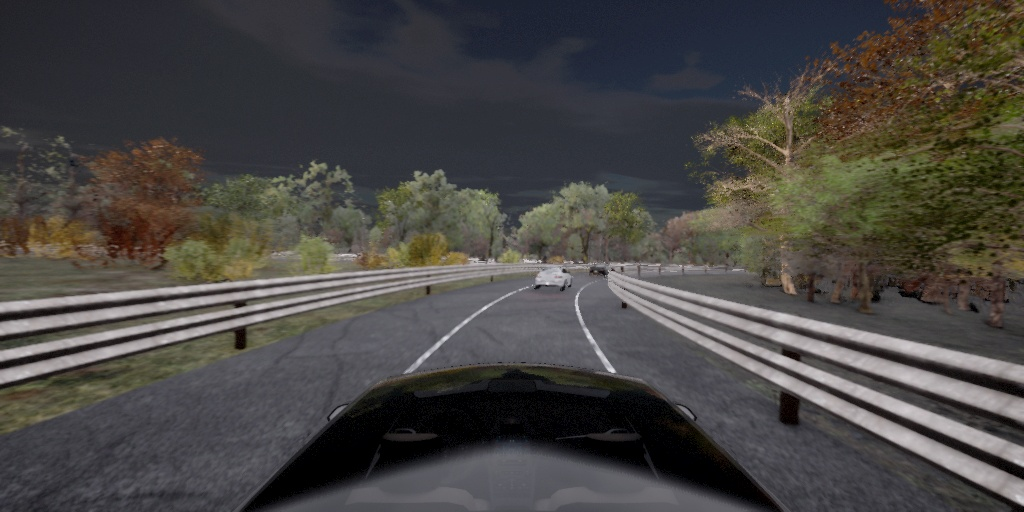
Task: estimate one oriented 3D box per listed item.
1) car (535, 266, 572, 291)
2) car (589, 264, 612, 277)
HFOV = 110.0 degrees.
[{"bbox_3d":[2.729,1.393,23.139,1.812,1.442,4.674,1,-1,16],"label":"car"},{"bbox_3d":[10.826,1.672,42.966,1.882,1.535,5.008,1,-1,31],"label":"car"}]
